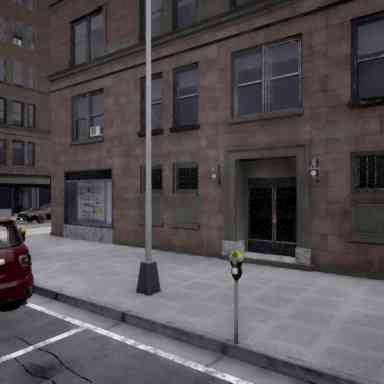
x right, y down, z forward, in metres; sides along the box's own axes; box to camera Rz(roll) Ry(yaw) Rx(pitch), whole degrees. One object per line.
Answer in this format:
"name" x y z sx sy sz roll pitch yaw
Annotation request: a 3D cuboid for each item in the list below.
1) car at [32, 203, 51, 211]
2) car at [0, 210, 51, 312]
"car" -10.244 1.503 25.168 2.033 1.411 5.357 0 0 36
"car" -5.066 1.315 6.408 5.009 1.841 2.192 0 0 35
